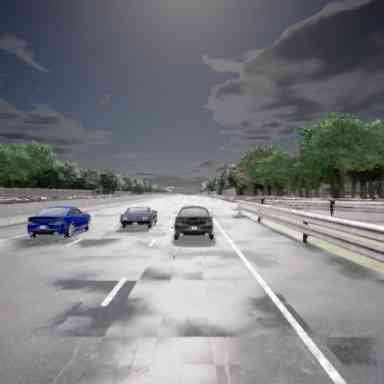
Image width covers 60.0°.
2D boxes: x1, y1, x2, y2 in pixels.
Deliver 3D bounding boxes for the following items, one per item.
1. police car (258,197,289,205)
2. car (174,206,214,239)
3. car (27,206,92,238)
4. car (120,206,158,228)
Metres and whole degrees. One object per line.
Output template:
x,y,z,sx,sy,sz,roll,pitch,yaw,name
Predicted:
10.304,1.377,42.781,2.038,1.542,4.974,0,-1,-19,police car
0.095,1.481,17.522,1.882,1.535,5.008,0,0,0,car
-6.906,1.481,17.865,1.882,1.535,5.008,0,0,0,car
-3.406,1.605,22.177,1.895,1.301,4.718,0,0,0,car
